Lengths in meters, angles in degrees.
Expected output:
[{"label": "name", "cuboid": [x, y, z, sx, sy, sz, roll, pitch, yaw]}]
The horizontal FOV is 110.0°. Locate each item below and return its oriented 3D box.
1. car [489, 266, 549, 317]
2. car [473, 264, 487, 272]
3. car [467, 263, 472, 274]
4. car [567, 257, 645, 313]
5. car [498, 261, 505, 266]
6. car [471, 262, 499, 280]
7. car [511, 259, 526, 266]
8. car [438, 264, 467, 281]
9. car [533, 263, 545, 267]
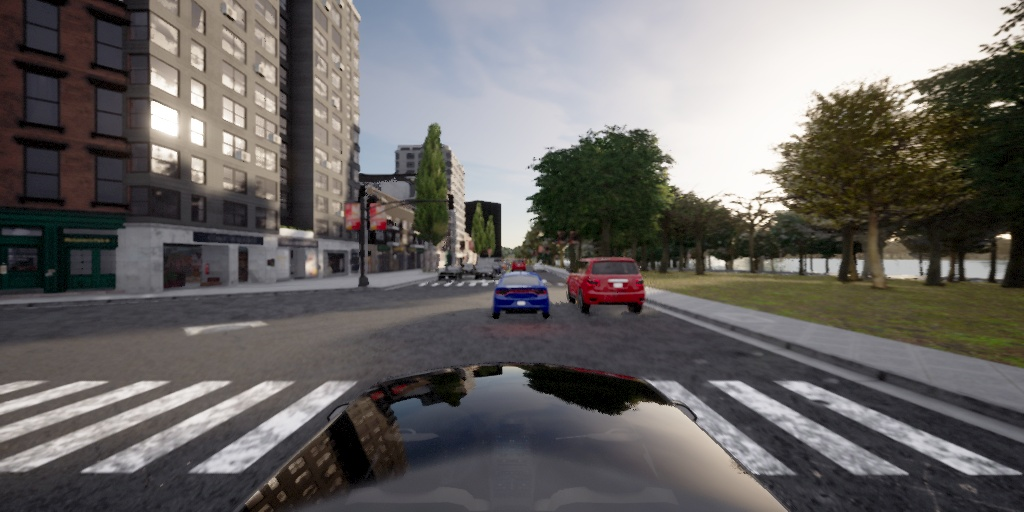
[{"label": "car", "cuboid": [0.333, 1.344, 13.735, 1.882, 1.535, 5.008, 0, 0, 1]}, {"label": "car", "cuboid": [-5.479, 1.988, 61.365, 1.895, 1.301, 4.718, 0, -1, 2]}, {"label": "car", "cuboid": [-5.782, 1.728, 46.821, 1.837, 1.490, 4.892, 0, 0, 1]}, {"label": "car", "cuboid": [3.601, 1.082, 14.648, 2.150, 2.045, 5.566, 0, 0, 1]}, {"label": "car", "cuboid": [-2.506, 1.574, 48.017, 2.097, 1.767, 4.553, 0, -1, 1]}, {"label": "car", "cuboid": [-2.706, 1.614, 36.994, 1.837, 1.490, 4.892, 0, -1, 1]}, {"label": "car", "cuboid": [1.044, 1.506, 55.386, 2.150, 2.045, 5.566, 0, -1, 1]}, {"label": "car", "cuboid": [-5.987, 1.711, 35.429, 1.895, 1.301, 4.718, 0, -1, 1]}, {"label": "car", "cuboid": [4.348, 1.828, 58.415, 1.812, 1.442, 4.674, 0, -1, 1]}]
